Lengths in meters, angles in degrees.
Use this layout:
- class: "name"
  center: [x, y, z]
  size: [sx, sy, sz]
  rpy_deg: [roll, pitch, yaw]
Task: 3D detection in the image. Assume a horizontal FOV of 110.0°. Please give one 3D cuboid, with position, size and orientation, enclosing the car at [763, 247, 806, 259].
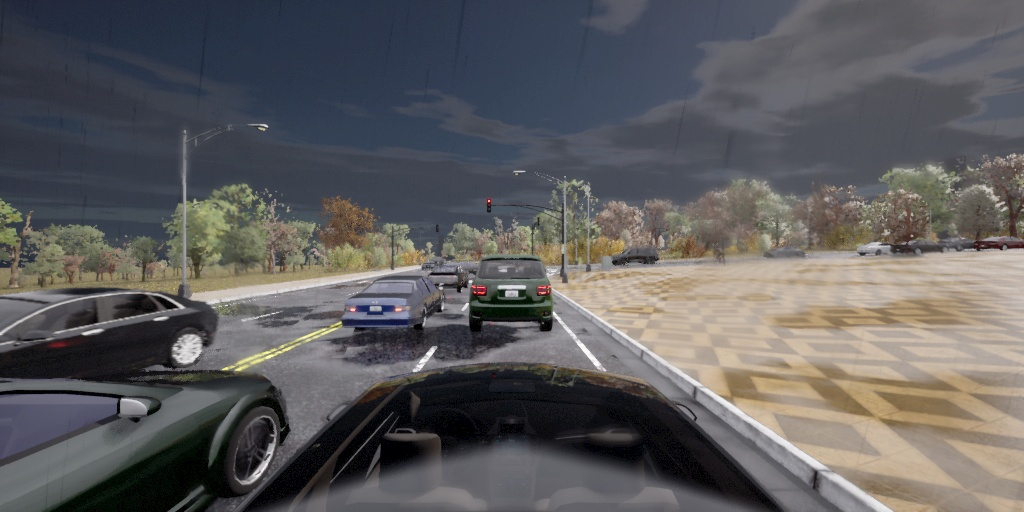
- class: "car"
  center: [31.900, -0.379, 42.069]
  size: [4.181, 1.385, 1.994]
  rpy_deg: [-3, 0, -5]

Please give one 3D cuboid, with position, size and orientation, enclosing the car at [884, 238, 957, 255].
- class: "car"
  center: [41.236, -0.878, 36.259]
  size: [5.008, 1.535, 1.882]
  rpy_deg: [-3, 0, -5]

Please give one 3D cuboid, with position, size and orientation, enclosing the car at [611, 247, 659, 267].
- class: "car"
  center: [13.856, 0.098, 40.885]
  size: [5.566, 2.045, 2.150]
  rpy_deg: [-3, 0, -4]

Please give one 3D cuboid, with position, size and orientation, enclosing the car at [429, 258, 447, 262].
- class: "car"
  center: [-5.195, 1.213, 34.626]
  size: [2.033, 1.411, 5.357]
  rpy_deg: [0, 1, 34]

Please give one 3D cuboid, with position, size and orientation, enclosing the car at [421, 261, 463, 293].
- class: "car"
  center: [-3.624, 1.257, 20.796]
  size: [2.128, 1.511, 4.902]
  rpy_deg: [0, 0, 0]

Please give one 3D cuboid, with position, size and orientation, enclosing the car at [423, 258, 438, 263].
- class: "car"
  center: [-12.545, 1.406, 54.777]
  size: [1.994, 1.385, 4.181]
  rpy_deg: [0, 0, -5]

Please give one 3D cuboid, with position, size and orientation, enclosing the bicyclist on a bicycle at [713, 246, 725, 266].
- class: "bicyclist on a bicycle"
  center: [17.399, 0.004, 30.152]
  size: [0.582, 1.620, 1.656]
  rpy_deg: [-2, 0, -3]

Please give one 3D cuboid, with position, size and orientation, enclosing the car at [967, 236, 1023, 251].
- class: "car"
  center: [51.155, -1.315, 37.393]
  size: [5.008, 1.535, 1.882]
  rpy_deg: [-3, 0, -7]

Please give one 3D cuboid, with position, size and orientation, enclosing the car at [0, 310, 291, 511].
- class: "car"
  center: [-3.173, 1.314, 1.827]
  size: [1.994, 1.385, 4.181]
  rpy_deg: [0, 0, 0]

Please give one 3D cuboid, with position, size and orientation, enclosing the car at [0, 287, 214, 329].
- class: "car"
  center: [-6.637, 1.255, 4.975]
  size: [1.837, 1.490, 4.892]
  rpy_deg: [0, 0, -1]

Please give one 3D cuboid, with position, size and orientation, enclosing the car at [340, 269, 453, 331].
- class: "car"
  center: [-3.311, 1.303, 11.049]
  size: [2.033, 1.411, 5.357]
  rpy_deg: [0, 0, -1]

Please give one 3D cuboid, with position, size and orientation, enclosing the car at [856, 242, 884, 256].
- class: "car"
  center: [40.574, -0.804, 39.458]
  size: [4.674, 1.442, 1.812]
  rpy_deg: [-3, 0, -6]

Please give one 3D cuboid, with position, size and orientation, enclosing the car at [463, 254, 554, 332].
- class: "car"
  center: [-0.063, 0.977, 11.047]
  size: [2.150, 2.045, 5.566]
  rpy_deg: [0, 0, -1]
